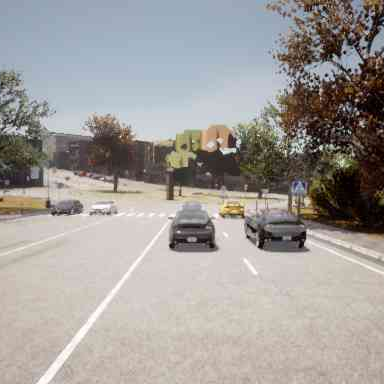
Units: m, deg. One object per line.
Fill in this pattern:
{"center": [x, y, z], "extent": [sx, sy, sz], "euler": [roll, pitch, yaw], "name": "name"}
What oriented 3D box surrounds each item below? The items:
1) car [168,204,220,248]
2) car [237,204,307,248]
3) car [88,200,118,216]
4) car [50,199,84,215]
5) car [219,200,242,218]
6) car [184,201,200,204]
{"center": [0.000, 1.505, 14.664], "extent": [1.837, 1.490, 4.892], "euler": [0, 0, 0], "name": "car"}
{"center": [3.500, 1.484, 14.663], "extent": [2.128, 1.511, 4.902], "euler": [0, 0, 0], "name": "car"}
{"center": [-8.499, 1.477, 32.262], "extent": [1.812, 1.442, 4.674], "euler": [0, 0, 0], "name": "car"}
{"center": [-11.999, 1.477, 32.262], "extent": [1.837, 1.490, 4.892], "euler": [0, 0, 0], "name": "car"}
{"center": [3.501, 1.423, 29.666], "extent": [1.882, 1.535, 5.008], "euler": [0, 0, 0], "name": "car"}
{"center": [0.001, 1.501, 29.667], "extent": [2.033, 1.411, 5.357], "euler": [0, 0, 0], "name": "car"}
